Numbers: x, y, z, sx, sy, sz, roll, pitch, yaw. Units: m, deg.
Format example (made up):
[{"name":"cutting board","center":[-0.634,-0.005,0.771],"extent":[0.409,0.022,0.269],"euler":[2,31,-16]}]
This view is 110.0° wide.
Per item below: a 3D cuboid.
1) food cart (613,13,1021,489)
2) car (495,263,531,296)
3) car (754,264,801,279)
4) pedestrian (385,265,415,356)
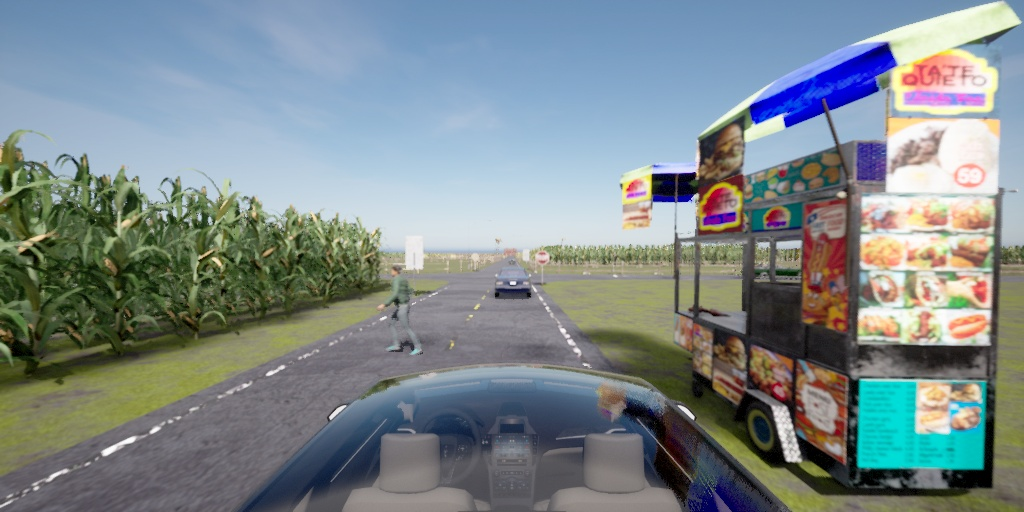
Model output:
[{"name":"food cart","center":[3.124,0.218,4.661],"extent":[2.280,3.560,4.660],"euler":[0,0,0]},{"name":"car","center":[0.060,1.309,19.193],"extent":[2.033,1.411,5.357],"euler":[0,0,0]},{"name":"car","center":[22.743,1.328,30.907],"extent":[4.718,1.301,1.895],"euler":[0,1,7]},{"name":"pedestrian","center":[-2.241,1.048,7.201],"extent":[0.375,1.860,0.375],"euler":[-1,1,-3]}]
